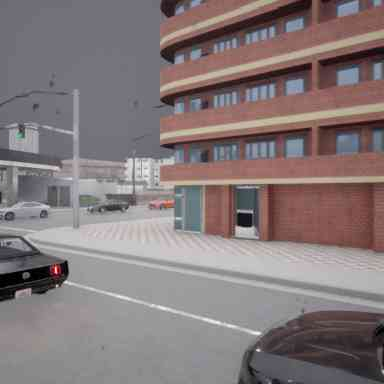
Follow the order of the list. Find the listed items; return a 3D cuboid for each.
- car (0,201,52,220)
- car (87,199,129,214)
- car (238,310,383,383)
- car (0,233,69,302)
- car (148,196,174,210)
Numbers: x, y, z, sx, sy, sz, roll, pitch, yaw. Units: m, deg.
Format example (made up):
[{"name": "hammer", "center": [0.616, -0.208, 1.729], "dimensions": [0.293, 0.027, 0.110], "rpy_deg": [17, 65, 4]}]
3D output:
[{"name": "car", "center": [-14.142, 1.523, 27.958], "dimensions": [1.812, 1.442, 4.674], "rpy_deg": [0, 0, 34]}, {"name": "car", "center": [-8.915, 1.509, 35.602], "dimensions": [2.128, 1.511, 4.902], "rpy_deg": [0, 0, 35]}, {"name": "car", "center": [2.641, 1.514, 2.111], "dimensions": [4.892, 1.490, 1.837], "rpy_deg": [0, 0, 35]}, {"name": "car", "center": [-4.939, 1.599, 7.503], "dimensions": [4.718, 1.301, 1.895], "rpy_deg": [0, 0, 36]}, {"name": "car", "center": [-3.679, 1.389, 43.190], "dimensions": [2.097, 1.767, 4.553], "rpy_deg": [0, 0, 35]}]
